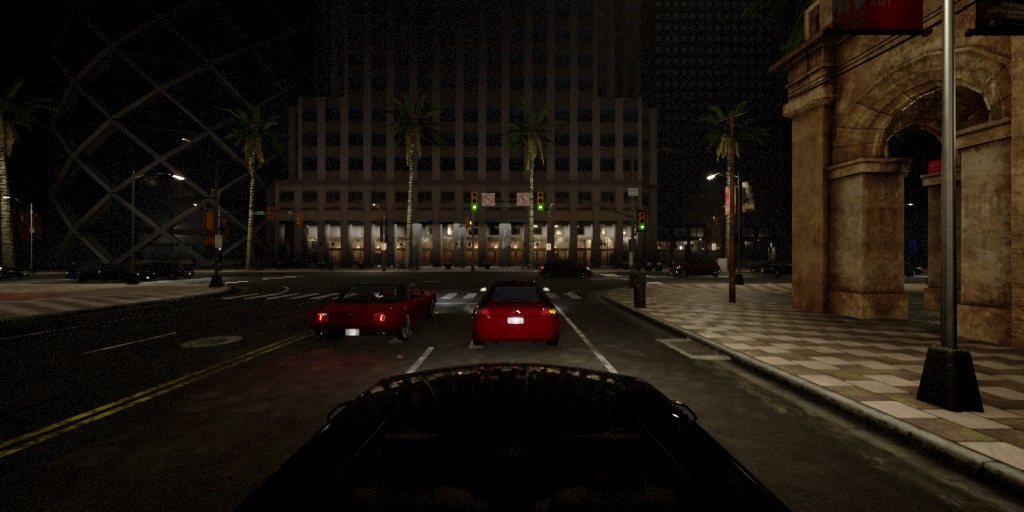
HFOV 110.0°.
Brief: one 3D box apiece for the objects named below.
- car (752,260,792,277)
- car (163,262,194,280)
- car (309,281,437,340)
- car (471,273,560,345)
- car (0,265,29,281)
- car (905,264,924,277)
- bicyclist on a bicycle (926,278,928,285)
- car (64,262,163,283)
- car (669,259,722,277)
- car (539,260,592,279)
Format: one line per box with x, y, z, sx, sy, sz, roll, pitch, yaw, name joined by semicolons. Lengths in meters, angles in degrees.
26.903;1.241;35.039;4.902;1.511;2.128;0;0;0;car
-30.460;1.276;31.152;4.674;1.442;1.812;0;0;-4;car
-3.419;1.351;9.933;1.895;1.301;4.718;0;0;0;car
0.080;1.314;9.473;1.994;1.385;4.181;0;0;0;car
-42.233;1.242;28.449;4.902;1.511;2.128;0;0;-25;car
36.676;1.297;35.004;5.357;1.411;2.033;0;0;0;car
24.674;1.050;20.563;0.582;1.620;1.656;0;0;0;bicyclist on a bicycle
-30.997;1.297;27.774;5.357;1.411;2.033;0;0;-3;car
17.809;1.102;35.064;4.553;1.767;2.097;0;0;0;car
4.651;1.102;31.400;4.553;1.767;2.097;0;0;0;car
